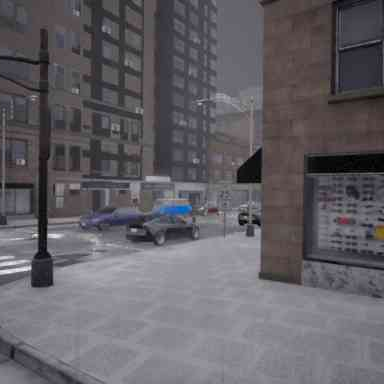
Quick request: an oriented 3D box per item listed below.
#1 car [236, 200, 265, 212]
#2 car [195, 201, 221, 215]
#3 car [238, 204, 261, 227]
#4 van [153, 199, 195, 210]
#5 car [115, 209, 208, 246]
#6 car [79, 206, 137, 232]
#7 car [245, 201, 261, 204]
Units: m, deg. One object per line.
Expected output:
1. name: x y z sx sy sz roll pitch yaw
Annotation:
1. car: 7.697 1.825 43.603 1.752 1.417 4.829 0 0 36
2. car: 1.368 1.647 34.825 1.967 1.590 4.097 0 0 36
3. car: 5.066 1.851 25.380 1.947 1.339 4.313 0 0 36
4. van: -1.846 1.503 30.367 1.690 1.788 3.998 0 0 36
5. car: -1.365 1.765 16.463 1.947 1.339 4.313 0 0 36
6. car: -5.038 1.654 21.544 1.812 1.442 4.674 1 0 36
7. car: 7.954 1.801 39.523 2.128 1.511 4.902 1 0 36
